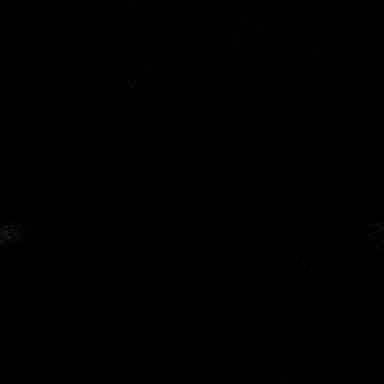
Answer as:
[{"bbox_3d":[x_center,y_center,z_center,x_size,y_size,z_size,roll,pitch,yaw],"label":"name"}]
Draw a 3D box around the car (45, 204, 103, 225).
[{"bbox_3d":[-9.975,1.846,28.098,4.553,1.767,2.097,-1,-1,3],"label":"car"}]
